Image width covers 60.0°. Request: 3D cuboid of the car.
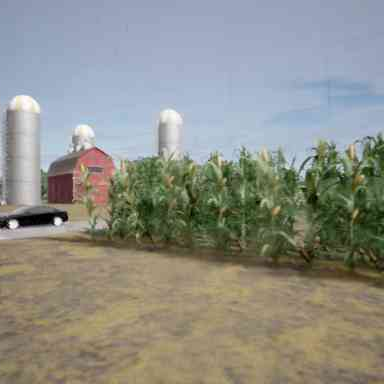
[{"bbox_3d":[-11.186,1.668,23.182,1.882,1.535,5.008,1,0,37],"label":"car"}]
